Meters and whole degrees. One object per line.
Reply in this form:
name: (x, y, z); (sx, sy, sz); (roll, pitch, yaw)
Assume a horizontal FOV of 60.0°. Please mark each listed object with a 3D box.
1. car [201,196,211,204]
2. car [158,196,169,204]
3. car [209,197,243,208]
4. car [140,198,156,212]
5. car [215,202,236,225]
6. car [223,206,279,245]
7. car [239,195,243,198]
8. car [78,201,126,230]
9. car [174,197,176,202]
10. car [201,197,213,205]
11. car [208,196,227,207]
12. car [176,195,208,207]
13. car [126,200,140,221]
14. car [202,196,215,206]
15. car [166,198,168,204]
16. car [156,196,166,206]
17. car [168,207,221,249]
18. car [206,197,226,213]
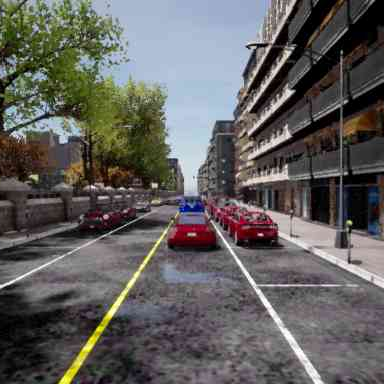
car: (2.688, 1.569, 66.138); (1.752, 1.417, 4.829); (0, 0, 0)
car: (-5.692, 1.568, 65.797); (1.752, 1.417, 4.829); (0, 0, 0)
car: (2.689, 1.448, 26.555); (1.967, 1.590, 4.097); (0, 0, 0)
car: (-5.691, 1.565, 37.815); (2.008, 1.369, 4.403); (0, 0, 0)
car: (2.689, 1.549, 20.926); (1.887, 1.381, 4.507); (0, 0, 0)
car: (2.690, 1.547, 15.295); (1.887, 1.381, 4.507); (0, 0, 0)
car: (14.615, 1.673, 92.960); (5.009, 1.841, 2.192); (1, -1, 0)
car: (-5.692, 1.445, 20.925); (1.967, 1.590, 4.097); (0, 0, 0)
car: (-3.000, 1.557, 73.731); (2.033, 1.411, 5.357); (0, 0, 0)
car: (2.689, 1.601, 60.337); (1.947, 1.339, 4.313); (0, 0, 0)
car: (2.688, 1.326, 32.185); (2.192, 1.841, 5.009); (0, 0, 0)
car: (0.000, 1.268, 29.681); (2.150, 2.045, 5.566); (0, 0, 0)
car: (-5.692, 1.448, 26.554); (1.967, 1.590, 4.097); (0, 0, 0)
car: (2.688, 1.469, 54.707); (1.967, 1.590, 4.097); (0, 0, 0)
car: (-5.691, 1.586, 60.336); (2.008, 1.369, 4.403); (0, 0, 0)
car: (-5.691, 1.554, 54.536); (1.752, 1.417, 4.829); (0, 0, 0)
car: (0.001, 1.575, 14.651); (1.994, 1.385, 4.181); (0, 0, 0)
car: (2.689, 1.454, 37.816); (1.967, 1.590, 4.097); (0, 0, 0)
